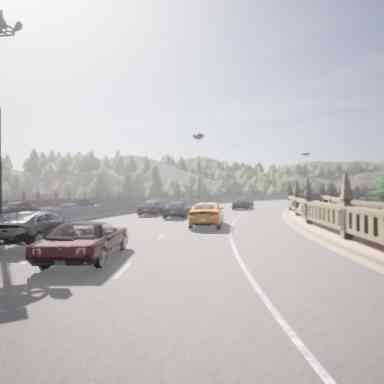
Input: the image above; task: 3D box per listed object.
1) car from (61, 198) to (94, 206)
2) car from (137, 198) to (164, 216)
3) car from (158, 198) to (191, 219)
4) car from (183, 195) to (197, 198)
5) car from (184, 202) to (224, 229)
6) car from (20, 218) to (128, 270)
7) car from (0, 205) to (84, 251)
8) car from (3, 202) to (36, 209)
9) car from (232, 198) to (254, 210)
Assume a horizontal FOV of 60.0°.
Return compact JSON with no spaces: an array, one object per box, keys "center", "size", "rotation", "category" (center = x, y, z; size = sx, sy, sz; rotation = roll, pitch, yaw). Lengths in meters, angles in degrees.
[{"center":[-13.182,1.533,38.093],"size":[2.097,1.767,4.553],"rotation":[-1,0,17],"category":"car"},{"center":[-3.716,1.557,32.411],"size":[1.994,1.385,4.181],"rotation":[-1,0,15],"category":"car"},{"center":[-1.118,1.511,28.544],"size":[1.994,1.385,4.181],"rotation":[-1,0,13],"category":"car"},{"center":[-0.722,1.438,70.789],"size":[1.882,1.535,5.008],"rotation":[-1,0,34],"category":"car"},{"center":[0.973,1.400,21.095],"size":[1.882,1.535,5.008],"rotation":[-1,0,8],"category":"car"},{"center":[-3.508,1.631,11.201],"size":[1.895,1.301,4.718],"rotation":[-1,0,1],"category":"car"},{"center":[-6.793,1.573,14.487],"size":[2.128,1.511,4.902],"rotation":[-1,0,4],"category":"car"},{"center":[-17.976,1.779,33.930],"size":[1.837,1.490,4.892],"rotation":[-1,0,14],"category":"car"},{"center":[6.160,1.349,39.872],"size":[1.994,1.385,4.181],"rotation":[-1,0,21],"category":"car"}]
